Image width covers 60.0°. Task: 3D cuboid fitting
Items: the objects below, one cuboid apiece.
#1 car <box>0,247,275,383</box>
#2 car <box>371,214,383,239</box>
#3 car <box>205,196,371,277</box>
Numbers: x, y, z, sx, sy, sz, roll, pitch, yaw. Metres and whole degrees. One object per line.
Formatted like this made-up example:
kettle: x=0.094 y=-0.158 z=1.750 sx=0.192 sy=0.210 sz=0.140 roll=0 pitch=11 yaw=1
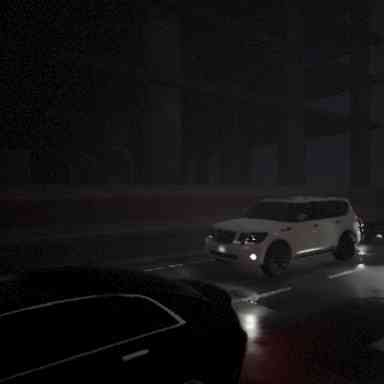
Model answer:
car: x=-1.695 y=1.506 z=2.781 sx=4.892 sy=1.490 sz=1.837 roll=0 pitch=0 yaw=-35
car: x=9.498 y=1.488 z=14.948 sx=4.718 sy=1.301 sz=1.895 roll=0 pitch=0 yaw=-36
car: x=3.045 y=1.164 z=10.458 sx=5.566 sy=2.045 sz=2.150 roll=0 pitch=0 yaw=-35
